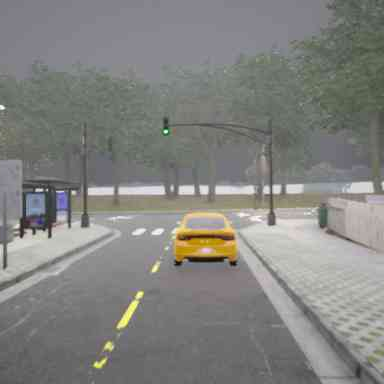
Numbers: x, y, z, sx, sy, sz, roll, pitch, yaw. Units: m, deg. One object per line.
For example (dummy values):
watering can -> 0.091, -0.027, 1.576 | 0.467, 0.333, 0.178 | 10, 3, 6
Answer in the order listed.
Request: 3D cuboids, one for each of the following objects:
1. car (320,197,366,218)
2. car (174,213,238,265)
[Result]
car -> 11.415, 1.063, 23.438 | 4.674, 1.442, 1.812 | -1, -1, 2
car -> 0.440, 1.449, 11.586 | 1.882, 1.535, 5.008 | 0, 0, 1
